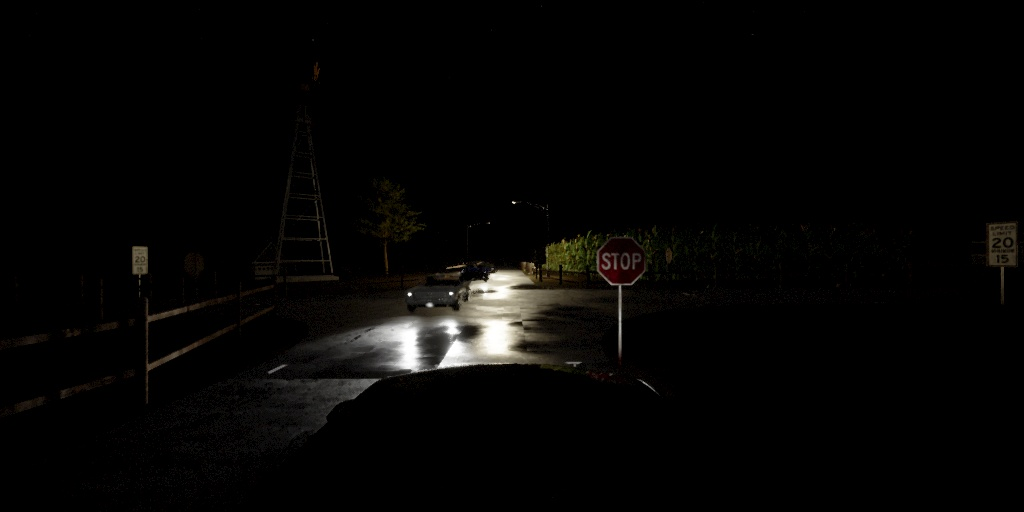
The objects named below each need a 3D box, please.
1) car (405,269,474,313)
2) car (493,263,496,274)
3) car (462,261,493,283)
[{"bbox_3d":[-2.854,1.405,14.621,1.895,1.301,4.718,-1,0,0],"label":"car"},{"bbox_3d":[-3.065,1.542,46.277,1.837,1.490,4.892,0,0,0],"label":"car"},{"bbox_3d":[-2.944,1.195,29.340,2.097,1.767,4.553,0,-1,0],"label":"car"}]
